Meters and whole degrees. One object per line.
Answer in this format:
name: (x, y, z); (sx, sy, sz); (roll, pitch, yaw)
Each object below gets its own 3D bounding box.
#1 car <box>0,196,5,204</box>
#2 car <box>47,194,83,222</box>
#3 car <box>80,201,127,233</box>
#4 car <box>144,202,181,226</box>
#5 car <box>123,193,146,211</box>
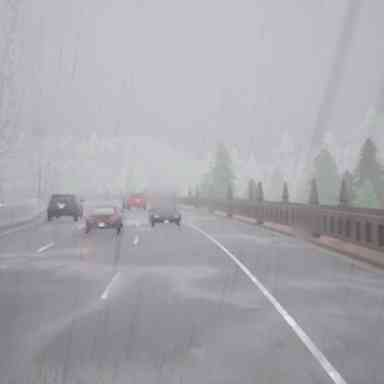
car: (-36.745, 1.544, 63.028); (2.128, 1.511, 4.902); (0, 0, -39)
car: (-9.917, 1.155, 26.241); (2.150, 2.045, 5.566); (0, 0, -14)
car: (-4.913, 1.468, 19.055); (1.812, 1.442, 4.674); (0, 0, -9)
car: (-1.997, 1.532, 22.732); (1.895, 1.301, 4.718); (0, 0, -11)
car: (-7.068, 1.128, 40.441); (2.150, 2.045, 5.566); (0, 0, -20)
